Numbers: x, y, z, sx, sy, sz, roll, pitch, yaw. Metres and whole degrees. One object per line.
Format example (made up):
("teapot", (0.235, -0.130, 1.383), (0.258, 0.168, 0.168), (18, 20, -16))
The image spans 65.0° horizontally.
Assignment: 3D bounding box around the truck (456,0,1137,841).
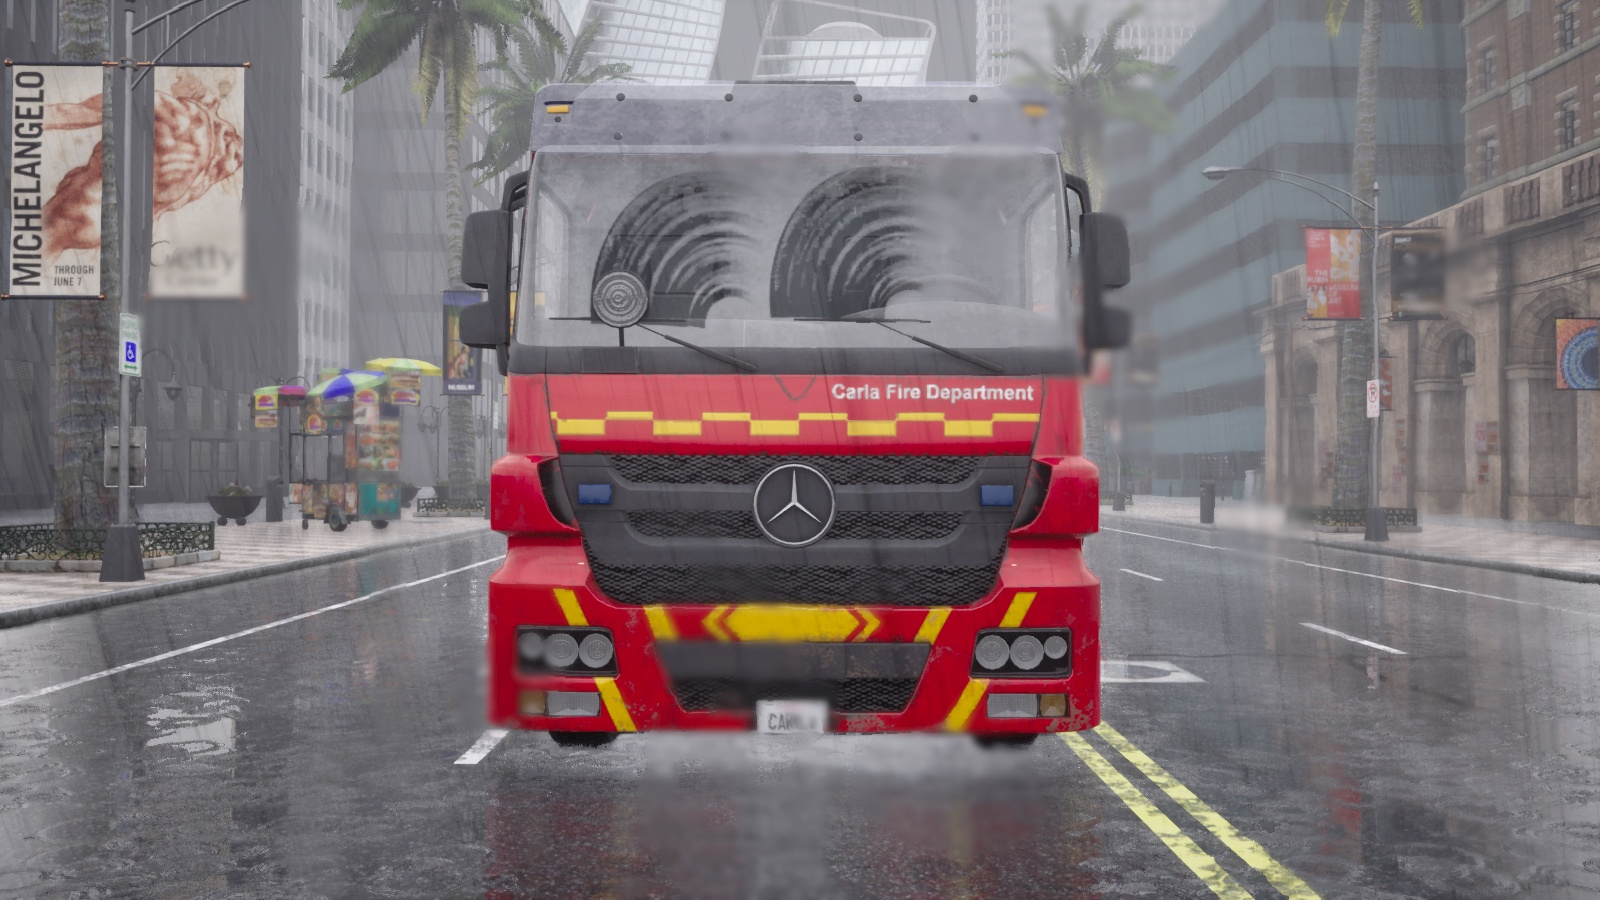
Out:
("truck", (-0.025, -0.189, 9.594), (2.891, 3.827, 8.468), (0, -1, 0))
